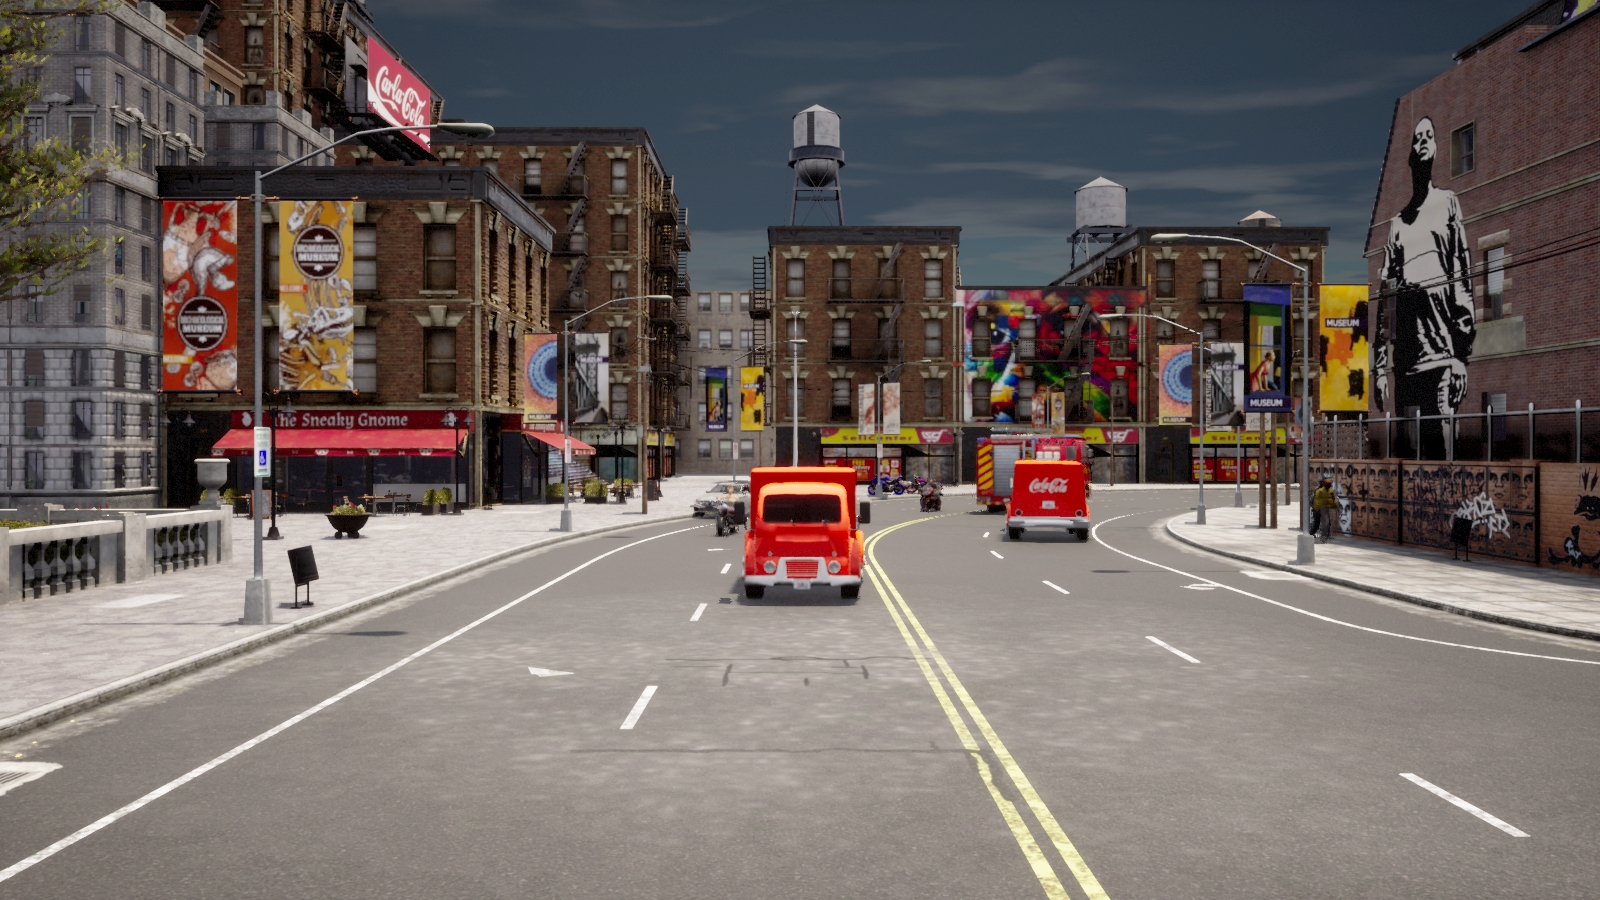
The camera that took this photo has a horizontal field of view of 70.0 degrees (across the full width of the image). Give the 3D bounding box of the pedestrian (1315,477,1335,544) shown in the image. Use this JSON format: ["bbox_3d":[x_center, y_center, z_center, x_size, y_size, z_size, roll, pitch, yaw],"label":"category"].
[{"bbox_3d":[14.875,1.709,32.361,0.375,1.860,0.375,0,0,-5],"label":"pedestrian"}]

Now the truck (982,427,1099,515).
[{"bbox_3d":[11.565,0.912,54.173,2.891,3.827,8.468,0,0,30],"label":"truck"}]

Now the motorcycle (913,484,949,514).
[{"bbox_3d":[5.977,2.226,51.997,0.867,1.251,2.209,1,0,28],"label":"motorcycle"}]

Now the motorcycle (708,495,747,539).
[{"bbox_3d":[-2.367,2.185,37.668,0.764,1.277,2.356,0,0,10],"label":"motorcycle"}]

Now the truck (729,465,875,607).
[{"bbox_3d":[0.068,1.577,23.051,2.627,2.467,5.204,0,0,1],"label":"truck"}]

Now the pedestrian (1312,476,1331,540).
[{"bbox_3d":[15.452,1.710,33.871,0.375,1.860,0.375,0,0,-10],"label":"pedestrian"}]

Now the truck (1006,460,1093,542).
[{"bbox_3d":[8.176,1.583,37.756,2.627,2.467,5.204,0,0,11],"label":"truck"}]

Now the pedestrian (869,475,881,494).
[{"bbox_3d":[4.575,2.104,69.629,0.500,1.100,0.500,0,0,-41],"label":"pedestrian"}]
